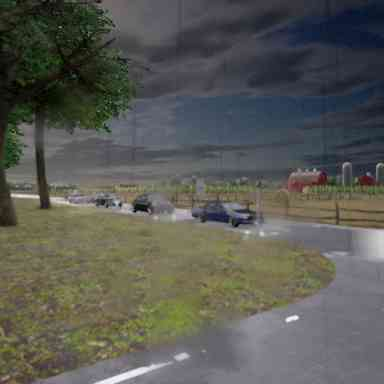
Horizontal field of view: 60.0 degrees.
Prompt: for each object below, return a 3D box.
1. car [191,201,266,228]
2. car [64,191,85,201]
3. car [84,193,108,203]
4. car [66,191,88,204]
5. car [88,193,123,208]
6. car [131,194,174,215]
[{"bbox_3d":[2.090,1.316,20.997,2.033,1.411,5.357,-1,2,-36],"label":"car"},{"bbox_3d":[-19.900,0.630,56.267,2.128,1.511,4.902,-1,1,-36],"label":"car"},{"bbox_3d":[-13.979,0.828,48.174,1.994,1.385,4.181,-1,1,-35],"label":"car"},{"bbox_3d":[-15.221,0.930,45.002,1.895,1.301,4.718,-1,1,-35],"label":"car"},{"bbox_3d":[-9.286,0.958,36.742,2.128,1.511,4.902,-1,1,-36],"label":"car"},{"bbox_3d":[-3.433,0.967,28.632,2.097,1.767,4.553,-1,1,-36],"label":"car"}]
